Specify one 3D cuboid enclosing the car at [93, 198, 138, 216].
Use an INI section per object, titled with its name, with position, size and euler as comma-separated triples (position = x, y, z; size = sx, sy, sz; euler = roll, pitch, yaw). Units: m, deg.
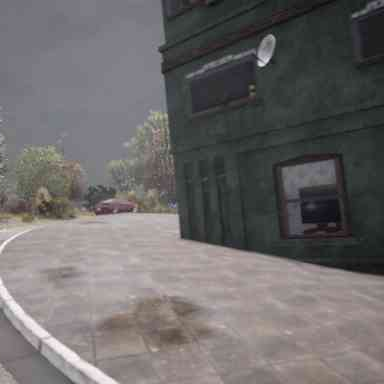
[car]
position = -6.776, 1.335, 29.923
size = 1.882, 1.535, 5.008
euler = -7, -4, 23
